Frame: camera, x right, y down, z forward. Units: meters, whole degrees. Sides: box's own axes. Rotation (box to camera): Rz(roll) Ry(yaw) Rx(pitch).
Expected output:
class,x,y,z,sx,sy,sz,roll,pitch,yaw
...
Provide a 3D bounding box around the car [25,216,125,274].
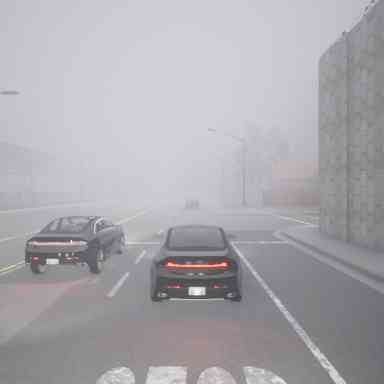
class,x,y,z,sx,sy,sz,roll,pitch,yaw
car,-3.421,1.492,10.571,2.128,1.511,4.902,0,0,0

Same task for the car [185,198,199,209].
class,x,y,z,sx,sy,sz,roll,pitch,yaw
car,0.012,1.491,44.202,2.128,1.511,4.902,0,0,0

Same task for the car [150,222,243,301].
class,x,y,z,sx,sy,sz,roll,pitch,yaw
car,0.085,1.505,8.300,1.837,1.490,4.892,0,0,0
